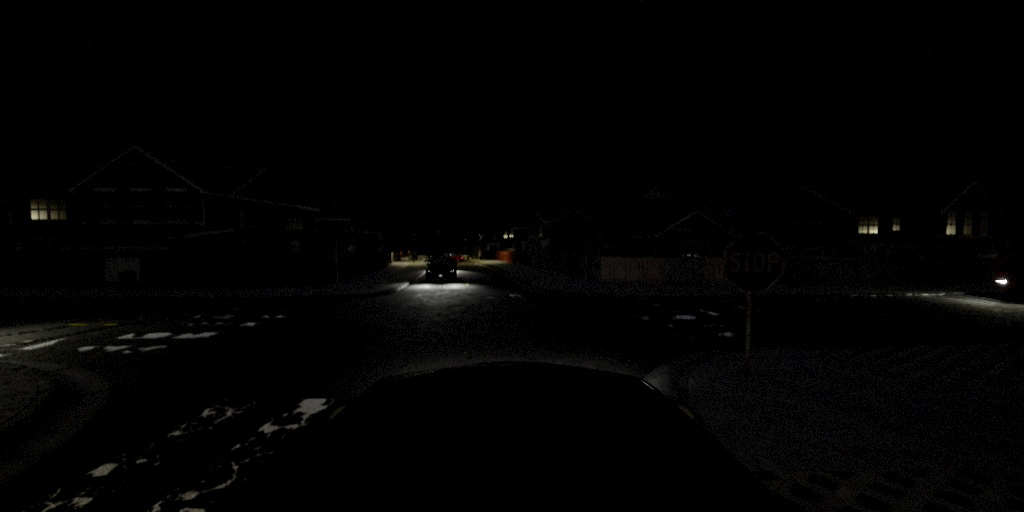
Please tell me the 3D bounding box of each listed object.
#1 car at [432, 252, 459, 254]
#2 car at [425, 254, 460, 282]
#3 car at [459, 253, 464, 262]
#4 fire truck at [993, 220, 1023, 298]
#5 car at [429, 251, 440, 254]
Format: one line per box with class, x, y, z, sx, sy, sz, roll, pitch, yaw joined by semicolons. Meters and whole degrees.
car;-6.485;0.602;34.673;1.994;1.385;4.181;-1;2;-12
car;-4.474;0.817;23.062;1.812;1.442;4.674;0;1;-8
car;-8.263;0.224;52.974;1.895;1.301;4.718;-1;1;-15
fire truck;26.408;0.073;15.908;8.468;3.827;2.891;0;3;-12
car;-11.710;-0.053;55.026;2.097;1.767;4.553;-1;2;-15
